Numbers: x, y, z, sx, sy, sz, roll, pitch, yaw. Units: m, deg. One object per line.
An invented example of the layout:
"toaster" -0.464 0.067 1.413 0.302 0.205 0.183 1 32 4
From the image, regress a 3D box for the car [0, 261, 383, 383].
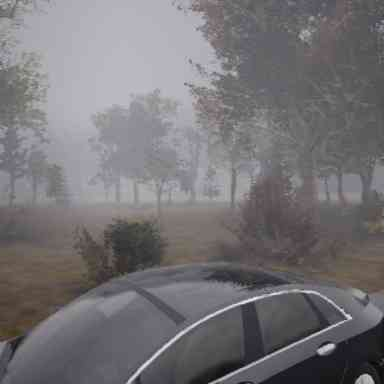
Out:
"car" -0.158 1.500 2.877 4.892 1.490 1.837 0 0 -35
